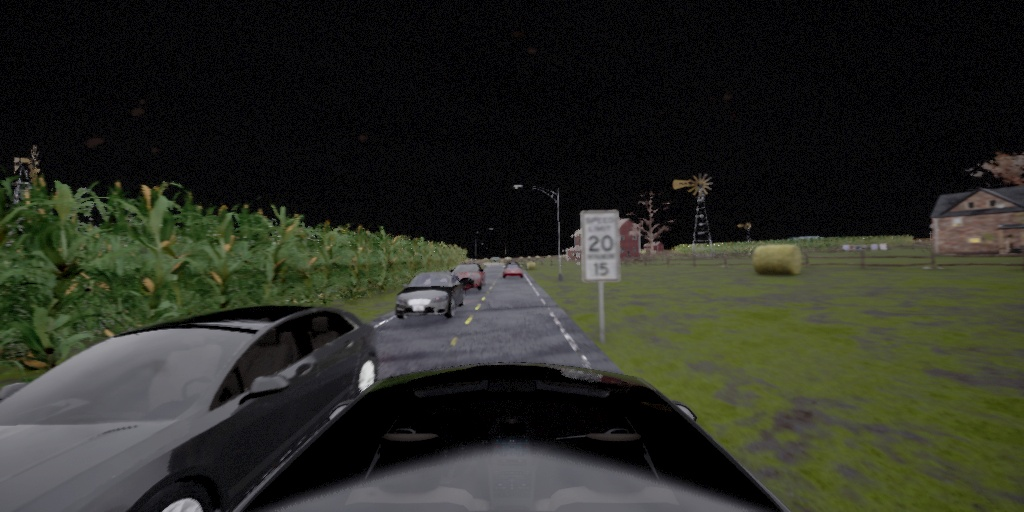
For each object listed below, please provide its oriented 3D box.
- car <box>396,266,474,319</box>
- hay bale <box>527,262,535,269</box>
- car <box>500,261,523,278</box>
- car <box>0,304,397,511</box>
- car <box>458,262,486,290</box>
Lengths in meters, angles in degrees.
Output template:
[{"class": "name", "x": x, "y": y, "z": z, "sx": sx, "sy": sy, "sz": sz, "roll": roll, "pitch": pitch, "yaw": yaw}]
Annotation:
[{"class": "car", "x": -2.873, "y": 1.345, "z": 13.459, "sx": 2.128, "sy": 1.511, "sz": 4.902, "roll": -1, "pitch": 0, "yaw": 0}, {"class": "hay bale", "x": 3.082, "y": 1.496, "z": 57.264, "sx": 1.220, "sy": 1.180, "sz": 1.240, "roll": 0, "pitch": 0, "yaw": -1}, {"class": "car", "x": 0.081, "y": 1.410, "z": 35.527, "sx": 1.994, "sy": 1.385, "sz": 4.181, "roll": -1, "pitch": 0, "yaw": 0}, {"class": "car", "x": -2.864, "y": 1.330, "z": 3.491, "sx": 1.837, "sy": 1.490, "sz": 4.892, "roll": -1, "pitch": 0, "yaw": -1}, {"class": "car", "x": -2.863, "y": 1.231, "z": 23.496, "sx": 2.097, "sy": 1.767, "sz": 4.553, "roll": -1, "pitch": 0, "yaw": 0}]
